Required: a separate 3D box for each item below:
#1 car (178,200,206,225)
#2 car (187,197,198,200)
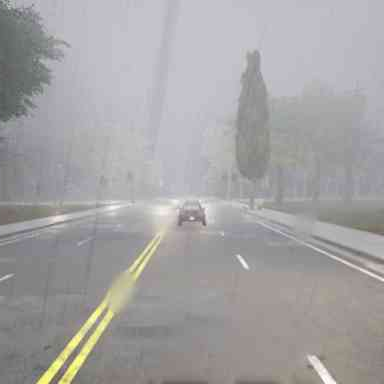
[{"bbox_3d":[0.000,1.503,23.420,1.812,1.442,4.674,0,0,0],"label":"car"},{"bbox_3d":[0.103,1.574,40.265,1.895,1.301,4.718,0,0,0],"label":"car"}]
